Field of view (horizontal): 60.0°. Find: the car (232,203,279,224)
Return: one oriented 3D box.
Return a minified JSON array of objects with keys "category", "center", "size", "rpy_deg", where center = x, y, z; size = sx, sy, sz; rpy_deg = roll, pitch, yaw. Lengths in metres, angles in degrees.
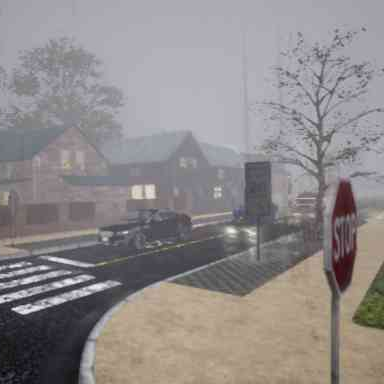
[{"category":"car","center":[4.679,1.355,23.982],"size":[1.882,1.535,5.008],"rpy_deg":[0,0,35]}]

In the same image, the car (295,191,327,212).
[{"category":"car","center":[12.862,0.955,35.697],"size":[2.150,2.045,5.566],"rpy_deg":[0,0,35]}]

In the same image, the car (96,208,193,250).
[{"category":"car","center":[-1.886,1.487,14.531],"size":[2.128,1.511,4.902],"rpy_deg":[0,0,35]}]
